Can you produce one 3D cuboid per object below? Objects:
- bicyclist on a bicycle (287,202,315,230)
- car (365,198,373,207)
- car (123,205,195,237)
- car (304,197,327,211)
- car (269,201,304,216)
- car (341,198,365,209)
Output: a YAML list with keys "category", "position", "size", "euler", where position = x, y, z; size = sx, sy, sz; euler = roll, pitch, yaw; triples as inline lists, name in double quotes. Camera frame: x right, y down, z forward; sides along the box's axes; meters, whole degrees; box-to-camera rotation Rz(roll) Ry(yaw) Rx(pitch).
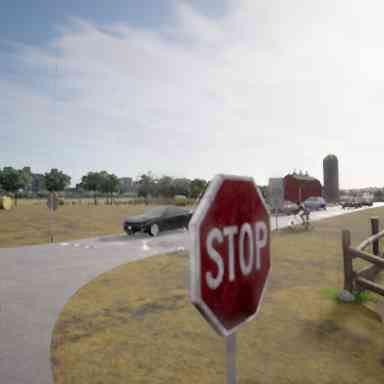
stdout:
- category: "bicyclist on a bicycle"
  position: [6.421, 1.395, 19.651]
  size: [1.656, 1.620, 0.582]
  euler: [0, 0, 37]
- category: "car"
  position: [27.934, 1.671, 53.795]
  size: [2.033, 1.411, 5.357]
  euler: [-2, -2, 36]
- category: "car"
  position: [-1.671, 1.533, 18.762]
  size: [1.882, 1.535, 5.008]
  euler: [-2, -1, 36]
- category: "car"
  position: [15.226, 1.461, 41.533]
  size: [2.097, 1.767, 4.553]
  euler: [-2, -1, 37]
- category: "car"
  position: [9.358, 1.652, 33.665]
  size: [1.994, 1.385, 4.181]
  euler: [-2, -1, 36]
- category: "car"
  position: [22.012, 1.659, 45.812]
  size: [1.895, 1.301, 4.718]
  euler: [-2, -2, 36]
